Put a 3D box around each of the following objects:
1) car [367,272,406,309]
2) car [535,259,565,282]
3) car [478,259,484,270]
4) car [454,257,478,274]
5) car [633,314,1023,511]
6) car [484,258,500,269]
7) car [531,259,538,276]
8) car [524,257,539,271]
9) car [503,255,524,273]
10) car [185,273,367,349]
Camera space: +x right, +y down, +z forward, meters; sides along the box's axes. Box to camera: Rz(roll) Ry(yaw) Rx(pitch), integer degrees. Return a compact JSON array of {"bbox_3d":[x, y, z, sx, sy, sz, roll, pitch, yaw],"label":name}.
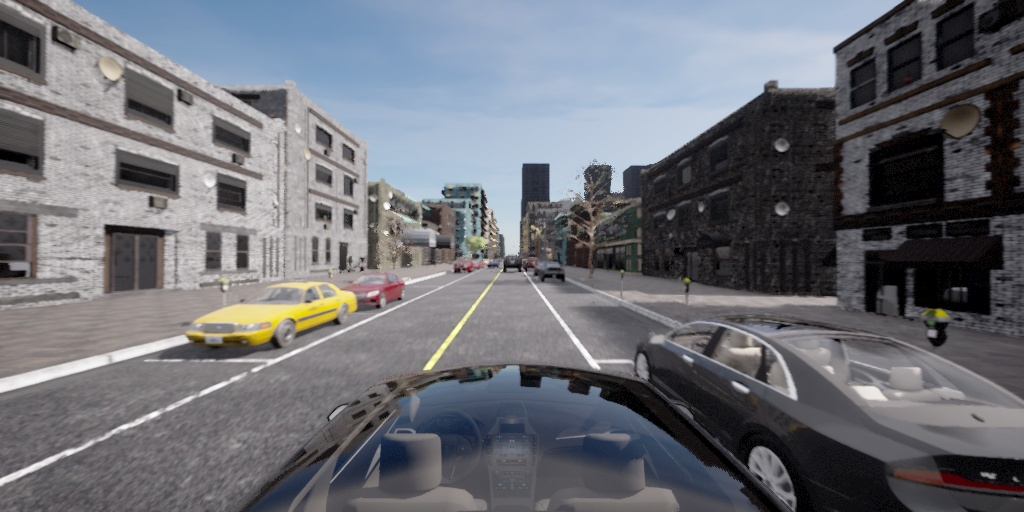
[{"bbox_3d":[-5.676,1.333,14.944,1.802,1.307,4.207,0,0,0],"label":"car"},{"bbox_3d":[3.177,1.267,29.298,1.837,1.490,4.892,0,0,0],"label":"car"},{"bbox_3d":[-5.630,1.353,53.675,1.802,1.307,4.207,0,0,0],"label":"car"},{"bbox_3d":[-5.643,1.078,42.610,2.192,1.841,5.009,0,0,0],"label":"car"},{"bbox_3d":[2.691,1.303,3.866,2.007,1.370,4.403,0,0,0],"label":"car"},{"bbox_3d":[-2.978,1.377,57.886,1.895,1.301,4.718,0,0,1],"label":"car"},{"bbox_3d":[3.188,1.292,36.298,1.812,1.442,4.674,0,0,0],"label":"car"},{"bbox_3d":[2.745,1.088,48.131,2.192,1.841,5.009,0,0,0],"label":"car"},{"bbox_3d":[0.051,0.895,45.401,2.150,2.045,5.566,0,0,0],"label":"car"},{"bbox_3d":[-5.682,1.274,9.241,1.751,1.417,4.829,0,0,0],"label":"car"}]
